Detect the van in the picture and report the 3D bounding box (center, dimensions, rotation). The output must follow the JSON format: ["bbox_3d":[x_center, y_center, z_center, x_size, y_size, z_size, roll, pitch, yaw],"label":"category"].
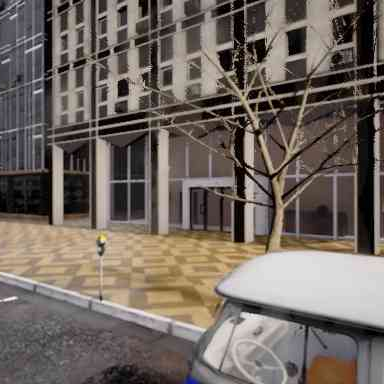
[{"bbox_3d":[1.756,1.338,1.617,3.998,1.788,1.690,0,0,36],"label":"van"}]
